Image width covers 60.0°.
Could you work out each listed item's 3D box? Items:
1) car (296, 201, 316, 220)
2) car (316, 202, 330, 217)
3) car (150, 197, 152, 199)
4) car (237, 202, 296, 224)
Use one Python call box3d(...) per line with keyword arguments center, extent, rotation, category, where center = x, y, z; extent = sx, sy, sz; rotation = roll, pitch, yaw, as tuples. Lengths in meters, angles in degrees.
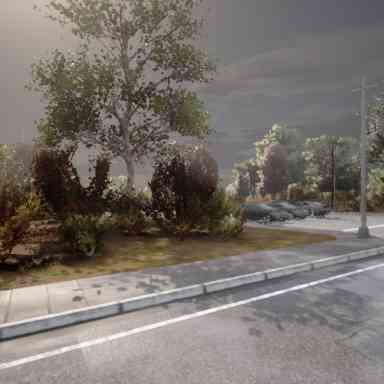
box3d(center=(7.732, 1.615, 28.744), extent=(1.837, 1.490, 4.892), rotation=(0, -1, -40), category="car")
box3d(center=(10.448, 1.618, 31.312), extent=(1.837, 1.490, 4.892), rotation=(0, -1, -39), category="car")
box3d(center=(-6.108, 1.840, 52.976), extent=(5.566, 2.045, 2.150), rotation=(-2, -1, 40), category="car")
box3d(center=(5.330, 1.610, 26.152), extent=(1.837, 1.490, 4.892), rotation=(0, -1, -39), category="car")
